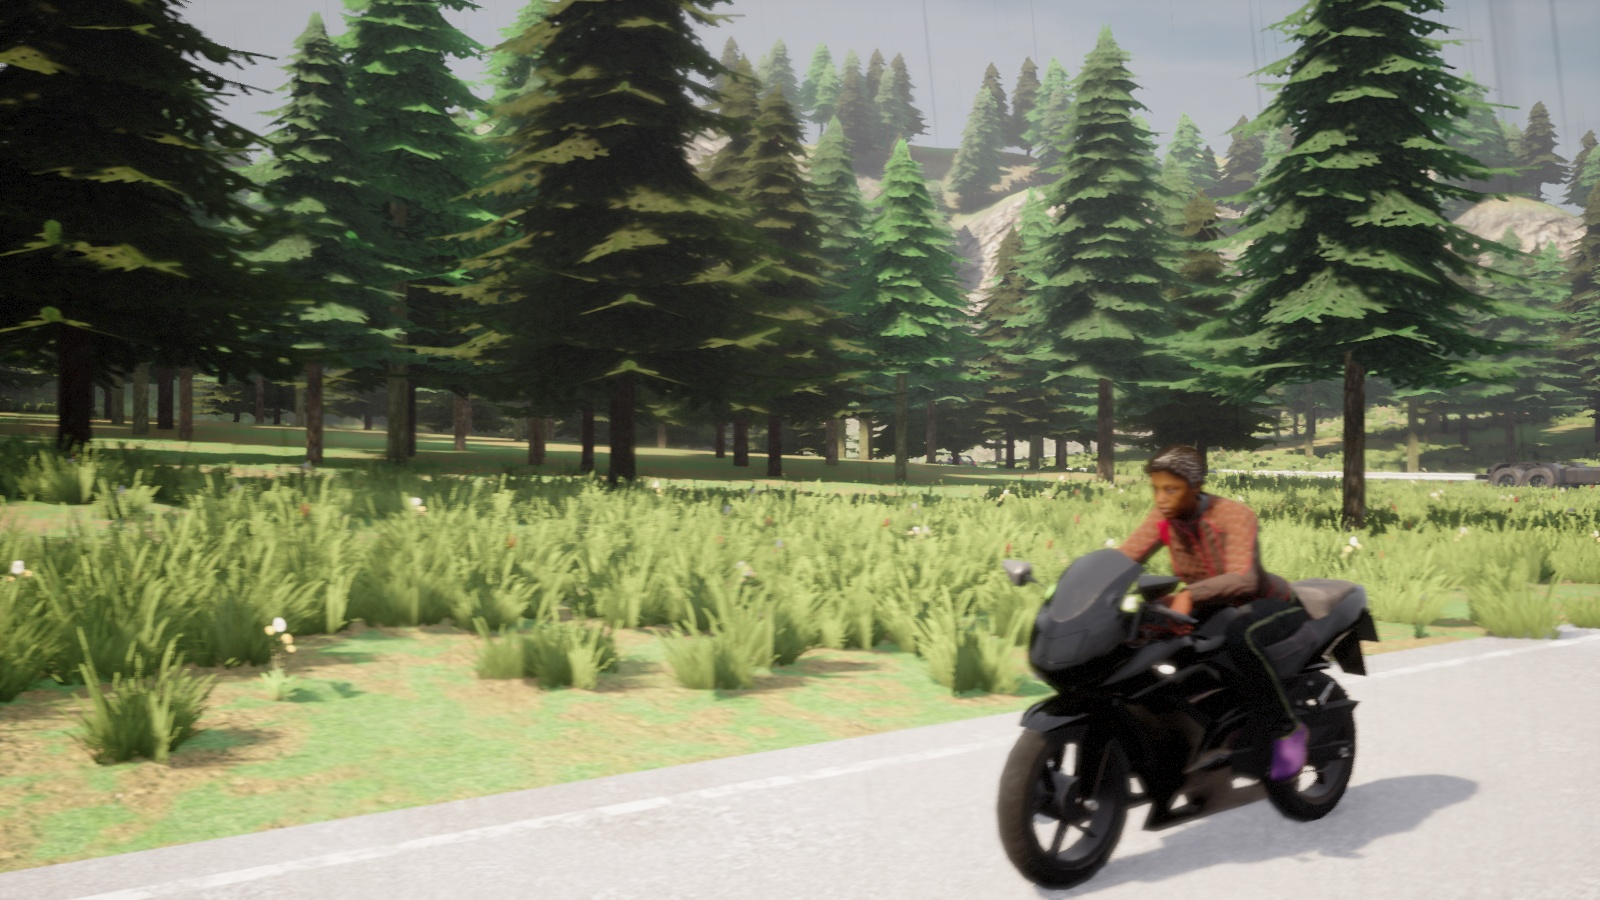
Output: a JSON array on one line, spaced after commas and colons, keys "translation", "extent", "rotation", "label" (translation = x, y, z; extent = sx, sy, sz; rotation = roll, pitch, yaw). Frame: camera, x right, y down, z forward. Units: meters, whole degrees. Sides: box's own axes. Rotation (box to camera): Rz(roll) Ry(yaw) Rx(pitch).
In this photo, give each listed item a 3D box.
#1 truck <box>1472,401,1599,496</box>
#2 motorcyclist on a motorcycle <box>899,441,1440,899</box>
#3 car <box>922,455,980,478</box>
[{"translation": [30.133, -0.046, 47.392], "extent": [2.891, 3.462, 7.936], "rotation": [0, 0, -35], "label": "truck"}, {"translation": [1.412, 0.735, 4.619], "extent": [2.044, 1.523, 0.797], "rotation": [0, 0, -35], "label": "motorcyclist on a motorcycle"}, {"translation": [9.904, 1.077, 82.787], "extent": [1.845, 1.501, 3.633], "rotation": [0, 0, -35], "label": "car"}]
